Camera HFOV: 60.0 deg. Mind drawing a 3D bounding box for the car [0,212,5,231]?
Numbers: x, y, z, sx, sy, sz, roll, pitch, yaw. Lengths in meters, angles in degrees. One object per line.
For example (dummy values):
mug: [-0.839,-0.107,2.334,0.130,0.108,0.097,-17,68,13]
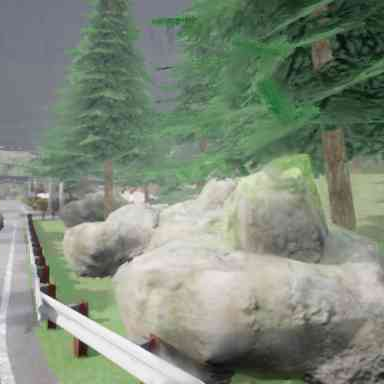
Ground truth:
car: [-13.634,1.828,22.076,1.994,1.385,4.181,1,-1,-28]
